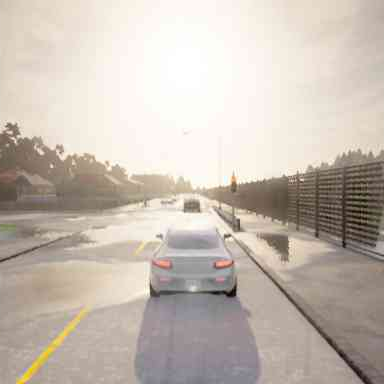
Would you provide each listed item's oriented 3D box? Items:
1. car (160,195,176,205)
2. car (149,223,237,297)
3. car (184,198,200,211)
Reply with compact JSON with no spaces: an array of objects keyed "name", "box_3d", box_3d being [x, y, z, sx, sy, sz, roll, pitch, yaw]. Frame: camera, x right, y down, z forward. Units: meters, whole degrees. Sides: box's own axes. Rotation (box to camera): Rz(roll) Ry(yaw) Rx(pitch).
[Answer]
[{"name":"car","box_3d":[-4.228,1.472,56.174,2.033,1.411,5.357,0,0,0]},{"name":"car","box_3d":[0.031,1.514,8.406,1.812,1.442,4.674,0,0,0]},{"name":"car","box_3d":[-0.012,1.424,39.714,1.882,1.535,5.008,0,0,0]}]
